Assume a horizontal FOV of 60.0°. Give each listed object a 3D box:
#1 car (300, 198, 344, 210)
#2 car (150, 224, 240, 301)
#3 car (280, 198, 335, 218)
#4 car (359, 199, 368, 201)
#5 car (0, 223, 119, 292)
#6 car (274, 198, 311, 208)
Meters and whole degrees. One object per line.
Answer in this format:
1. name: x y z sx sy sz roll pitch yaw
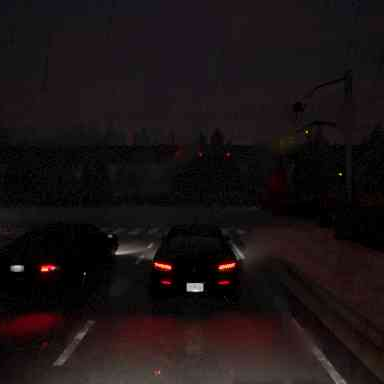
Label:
1. car: 16.916 1.491 43.320 4.902 1.511 2.128 0 0 0
2. car: 0.071 1.526 8.207 1.812 1.442 4.674 0 0 0
3. car: 10.212 1.506 29.157 4.892 1.490 1.837 0 0 0
4. car: 23.225 1.601 46.793 4.718 1.301 1.895 0 0 0
5. car: -3.421 1.547 9.028 2.033 1.411 5.357 0 0 0
6. car: 14.117 1.526 46.834 4.674 1.442 1.812 0 0 2
